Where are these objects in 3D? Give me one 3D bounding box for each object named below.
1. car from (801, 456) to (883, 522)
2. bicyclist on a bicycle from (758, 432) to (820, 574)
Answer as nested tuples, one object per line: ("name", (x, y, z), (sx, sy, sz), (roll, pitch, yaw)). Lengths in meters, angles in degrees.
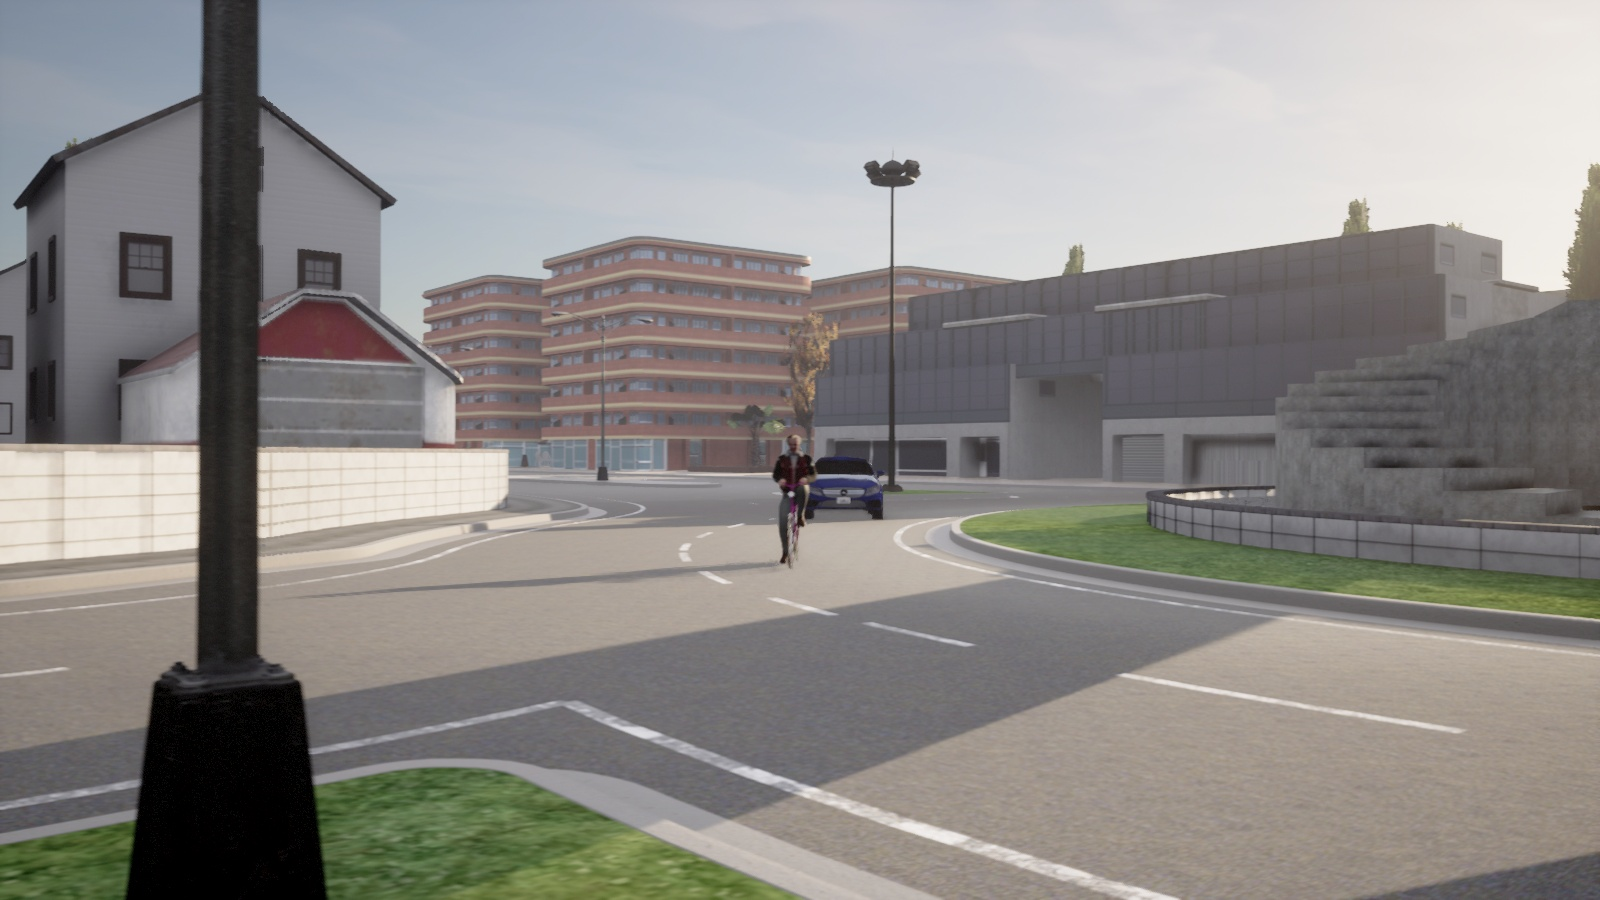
("car", (0.969, 0.868, 30.086), (1.812, 1.442, 4.674), (0, 0, 1))
("bicyclist on a bicycle", (-0.121, 0.670, 16.604), (0.659, 1.776, 1.843), (-1, 0, 4))
